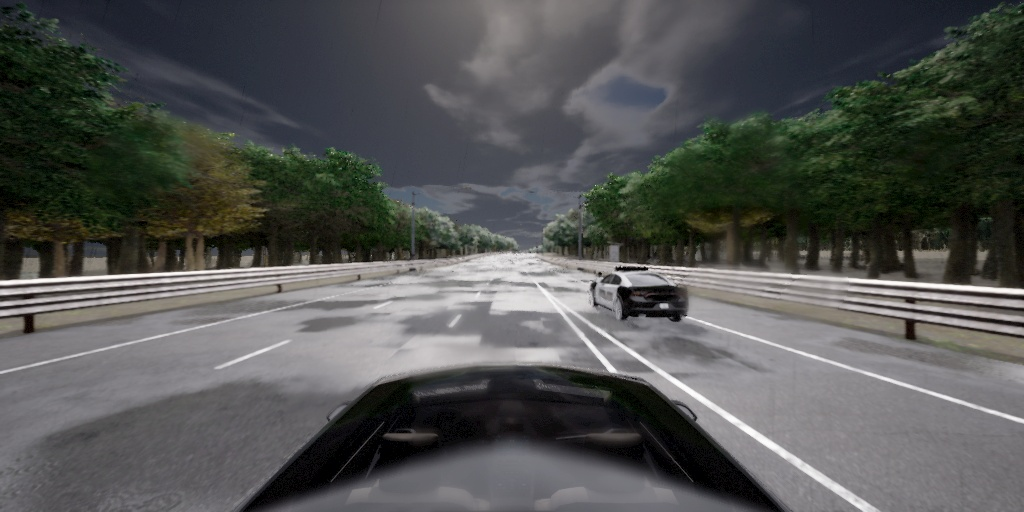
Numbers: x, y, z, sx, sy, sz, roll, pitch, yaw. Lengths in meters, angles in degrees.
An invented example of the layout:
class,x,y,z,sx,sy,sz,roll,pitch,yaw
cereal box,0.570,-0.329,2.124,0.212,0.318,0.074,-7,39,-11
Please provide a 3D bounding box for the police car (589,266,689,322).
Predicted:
class,x,y,z,sx,sy,sz,roll,pitch,yaw
police car,4.105,1.184,12.539,1.930,1.638,5.238,0,0,-3
